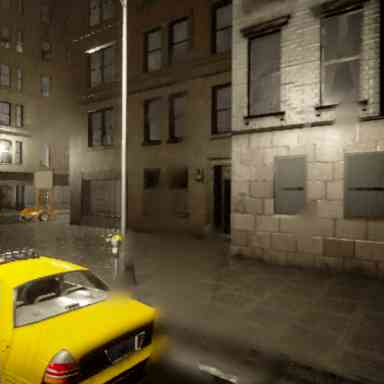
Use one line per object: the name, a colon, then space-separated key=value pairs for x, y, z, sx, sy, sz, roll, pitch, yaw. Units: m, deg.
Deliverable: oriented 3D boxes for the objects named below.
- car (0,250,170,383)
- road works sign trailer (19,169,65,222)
car: x=-2.538 y=1.488 z=4.622 sx=4.829 sy=1.417 sz=1.752 roll=1 pitch=0 yaw=35
road works sign trailer: x=-10.166 y=0.206 z=23.245 sx=2.380 sy=3.560 sz=2.880 roll=1 pitch=1 yaw=35
